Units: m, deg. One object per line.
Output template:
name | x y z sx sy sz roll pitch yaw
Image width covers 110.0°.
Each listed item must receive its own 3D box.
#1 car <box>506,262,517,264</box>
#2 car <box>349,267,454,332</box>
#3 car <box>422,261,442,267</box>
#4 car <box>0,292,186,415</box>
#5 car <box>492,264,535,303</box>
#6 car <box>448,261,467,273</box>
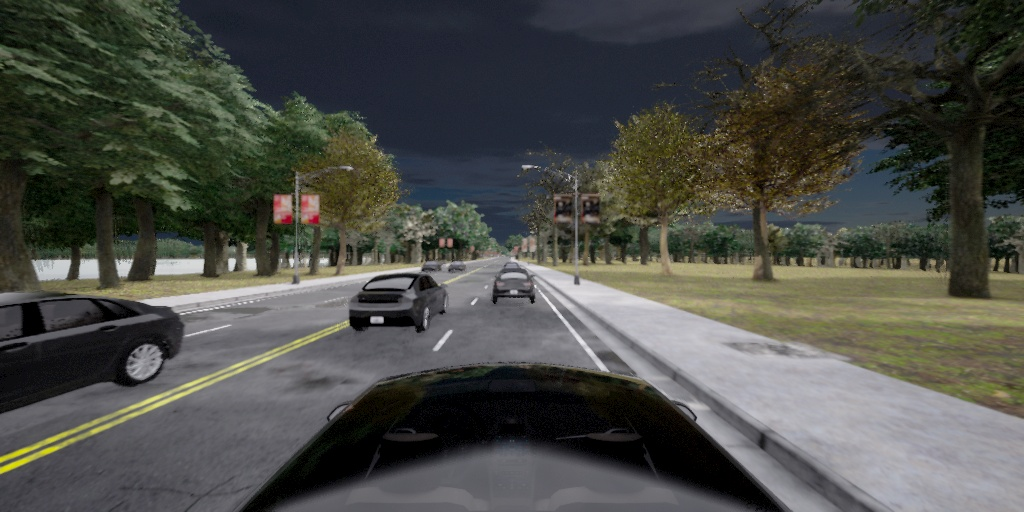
car | -0.029 1.352 37.111 1.994 1.385 4.181 0 0 0
car | -3.162 1.258 10.820 1.837 1.490 4.892 0 0 0
car | -10.019 1.350 45.246 2.033 1.411 5.357 0 0 0
car | -6.602 1.255 4.178 1.837 1.490 4.892 0 0 0
car | 0.074 1.284 16.615 1.812 1.442 4.674 0 0 0
car | -6.775 1.349 44.934 2.033 1.411 5.357 0 0 0
